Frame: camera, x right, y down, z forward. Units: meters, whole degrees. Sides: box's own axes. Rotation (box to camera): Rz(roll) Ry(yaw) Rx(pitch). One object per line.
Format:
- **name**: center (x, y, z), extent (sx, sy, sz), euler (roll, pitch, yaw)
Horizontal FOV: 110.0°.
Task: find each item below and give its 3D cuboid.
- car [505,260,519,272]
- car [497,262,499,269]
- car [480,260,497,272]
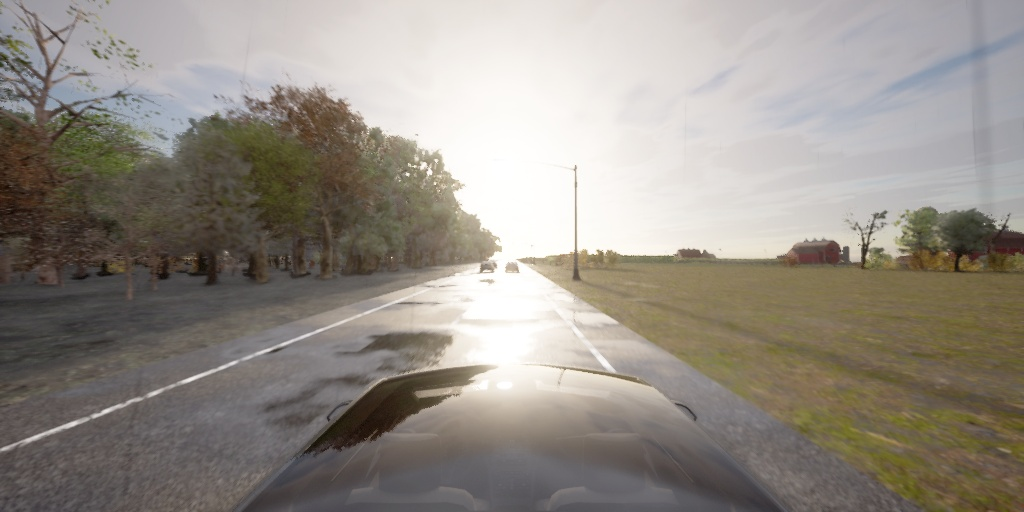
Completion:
- **car**: center (0.017, 1.539, 50.955), extent (1.994, 1.385, 4.181), euler (0, 0, 0)
- **car**: center (-3.457, 1.527, 63.971), extent (1.837, 1.490, 4.892), euler (0, 0, 1)
- **car**: center (-3.484, 1.479, 50.427), extent (1.837, 1.490, 4.892), euler (0, 0, 0)
